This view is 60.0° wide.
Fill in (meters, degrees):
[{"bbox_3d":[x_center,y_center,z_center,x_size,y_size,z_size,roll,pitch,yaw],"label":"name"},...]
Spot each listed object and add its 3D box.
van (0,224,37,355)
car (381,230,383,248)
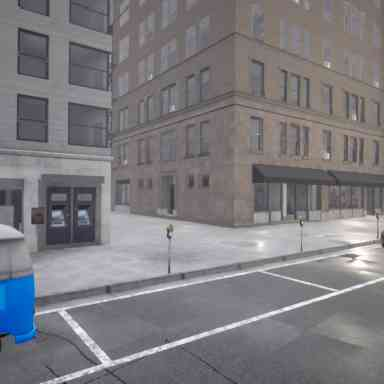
[{"bbox_3d":[-3.989,1.341,3.905,3.998,1.788,1.690,0,1,-36],"label":"van"},{"bbox_3d":[9.395,1.582,13.463,4.313,1.339,1.947,0,1,-36],"label":"car"}]
